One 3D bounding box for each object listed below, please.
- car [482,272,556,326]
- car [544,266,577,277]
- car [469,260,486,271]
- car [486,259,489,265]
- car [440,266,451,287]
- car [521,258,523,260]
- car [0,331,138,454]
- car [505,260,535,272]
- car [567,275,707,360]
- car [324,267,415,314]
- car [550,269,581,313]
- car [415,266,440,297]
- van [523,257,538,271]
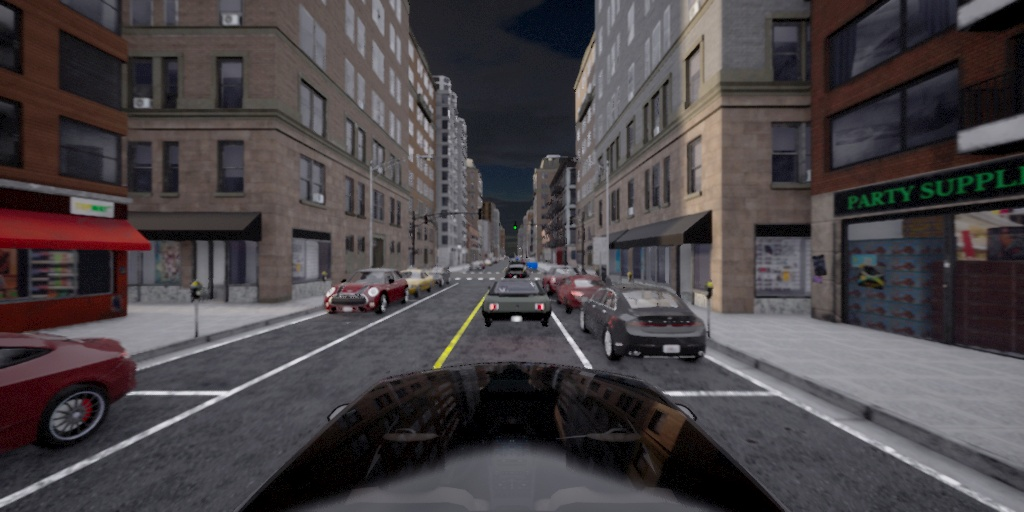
[{"bbox_3d":[0.133,1.369,11.672,1.895,1.301,4.718,0,0,0],"label":"car"},{"bbox_3d":[2.691,1.222,19.172,1.967,1.591,4.097,0,0,0],"label":"car"},{"bbox_3d":[-5.229,1.390,51.789,2.007,1.370,4.403,0,0,0],"label":"car"},{"bbox_3d":[-5.211,1.395,57.471,1.888,1.381,4.507,0,0,0],"label":"car"},{"bbox_3d":[-5.316,1.342,24.708,2.007,1.370,4.403,0,0,0],"label":"car"},{"bbox_3d":[2.832,1.442,63.134,1.802,1.307,4.207,0,0,0],"label":"car"},{"bbox_3d":[-5.387,1.333,2.634,1.802,1.307,4.207,0,0,0],"label":"car"},{"bbox_3d":[0.557,1.304,29.035,1.837,1.490,4.892,0,0,7],"label":"car"},{"bbox_3d":[2.656,1.312,8.134,2.007,1.370,4.403,0,0,0],"label":"car"},{"bbox_3d":[-5.352,1.211,13.671,1.967,1.591,4.097,0,0,0],"label":"car"},{"bbox_3d":[2.673,1.354,13.653,1.802,1.307,4.207,0,0,0],"label":"car"},{"bbox_3d":[-5.335,1.307,19.019,1.751,1.417,4.829,0,0,0],"label":"car"},{"bbox_3d":[2.796,1.181,51.772,1.690,1.789,3.998,0,0,0],"label":"van"}]
